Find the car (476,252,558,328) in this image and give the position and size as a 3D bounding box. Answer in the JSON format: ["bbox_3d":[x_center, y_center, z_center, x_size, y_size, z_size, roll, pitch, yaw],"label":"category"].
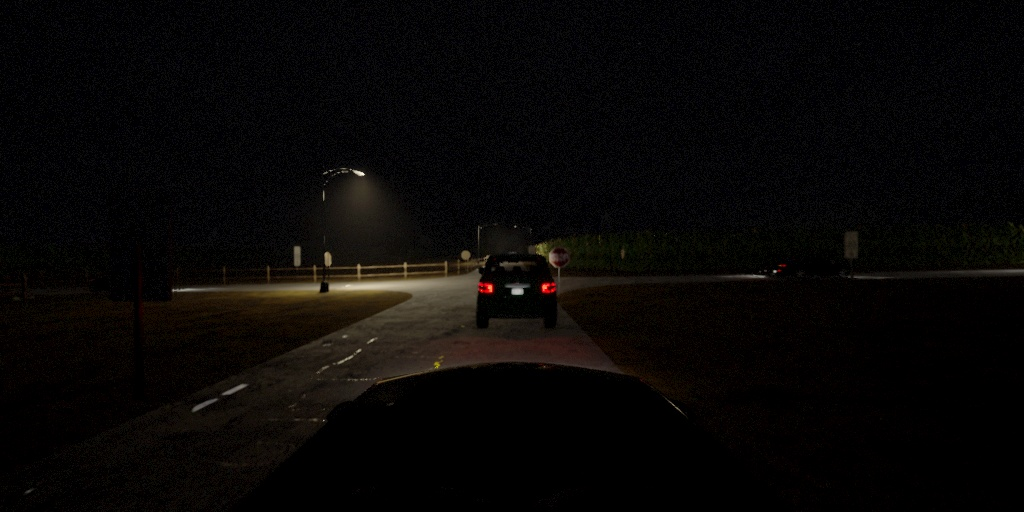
[{"bbox_3d":[0.086,0.946,11.394,2.150,2.045,5.566,0,0,-1],"label":"car"}]

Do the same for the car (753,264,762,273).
[{"bbox_3d":[21.667,0.765,27.494,5.357,1.411,2.033,-1,0,0],"label":"car"}]

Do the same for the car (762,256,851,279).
[{"bbox_3d":[20.422,0.758,24.562,4.892,1.490,1.837,-1,0,0],"label":"car"}]

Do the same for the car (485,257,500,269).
[{"bbox_3d":[-2.713,0.927,50.332,1.837,1.490,4.892,0,1,0],"label":"car"}]

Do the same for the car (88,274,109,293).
[{"bbox_3d":[-25.914,1.703,24.425,4.181,1.385,1.994,-1,0,0],"label":"car"}]
